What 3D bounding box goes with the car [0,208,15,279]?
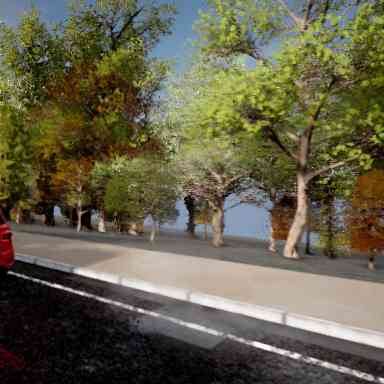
[{"bbox_3d":[-6.756,1.173,8.485,5.566,2.045,2.150,0,0,35],"label":"car"}]
